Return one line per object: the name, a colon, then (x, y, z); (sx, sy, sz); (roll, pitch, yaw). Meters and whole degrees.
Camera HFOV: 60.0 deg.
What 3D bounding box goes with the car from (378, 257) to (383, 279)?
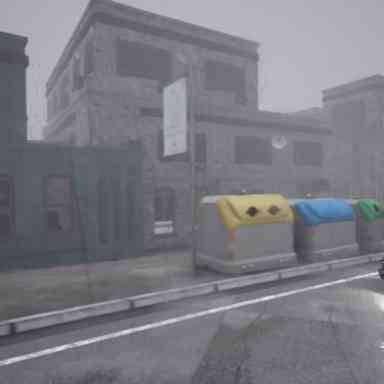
car: (6.938, 1.519, 8.260); (5.357, 1.411, 2.033); (0, 0, -31)
